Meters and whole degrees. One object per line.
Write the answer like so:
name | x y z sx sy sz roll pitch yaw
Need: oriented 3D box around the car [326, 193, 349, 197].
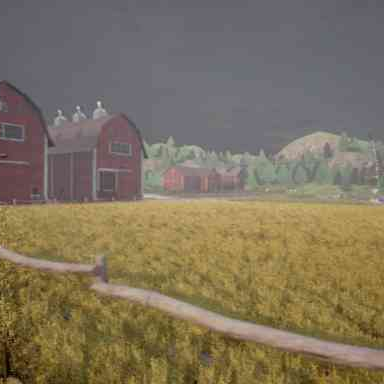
car | 37.260 1.127 86.129 4.605 1.855 1.932 1 0 35

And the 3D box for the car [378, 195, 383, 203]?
car | 40.210 1.458 67.067 4.611 1.667 2.242 1 0 35
